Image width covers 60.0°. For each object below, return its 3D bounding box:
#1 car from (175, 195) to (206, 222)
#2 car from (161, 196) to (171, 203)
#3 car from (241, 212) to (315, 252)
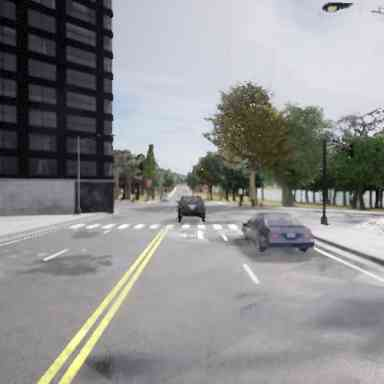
[{"bbox_3d":[-0.151,1.277,27.409,2.150,2.045,5.566,0,0,-3],"label":"car"},{"bbox_3d":[-7.762,2.204,93.912,1.882,1.535,5.008,0,-1,-2],"label":"car"},{"bbox_3d":[3.364,1.556,13.985,2.033,1.411,5.357,0,0,-1],"label":"car"}]
